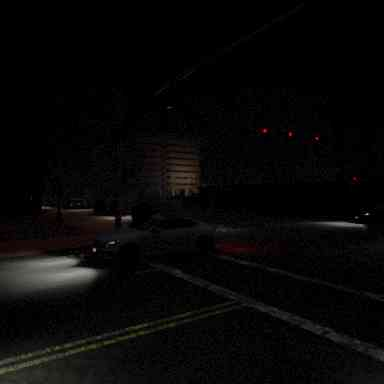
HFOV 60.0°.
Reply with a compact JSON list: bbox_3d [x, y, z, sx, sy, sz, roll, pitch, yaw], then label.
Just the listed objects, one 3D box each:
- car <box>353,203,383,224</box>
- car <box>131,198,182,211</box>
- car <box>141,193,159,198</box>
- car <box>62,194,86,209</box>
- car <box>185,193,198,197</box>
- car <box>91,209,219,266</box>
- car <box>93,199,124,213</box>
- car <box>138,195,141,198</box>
[{"bbox_3d":[14.053,1.525,24.039,4.674,1.442,1.812,0,0,-8],"label":"car"},{"bbox_3d":[-2.887,1.478,24.489,1.882,1.535,5.008,0,0,-31],"label":"car"},{"bbox_3d":[-9.782,1.156,81.499,3.866,1.878,1.905,0,0,-34],"label":"car"},{"bbox_3d":[-16.086,1.223,45.208,2.150,2.045,5.566,0,0,-32],"label":"car"},{"bbox_3d":[1.246,1.156,65.267,3.866,1.878,1.905,0,0,-34],"label":"car"},{"bbox_3d":[-1.133,1.525,11.733,4.674,1.442,1.812,0,0,-35],"label":"car"},{"bbox_3d":[-8.316,1.478,33.039,1.882,1.535,5.008,0,0,-33],"label":"car"},{"bbox_3d":[-11.359,1.153,83.926,4.605,1.855,1.932,0,0,-34],"label":"car"}]
